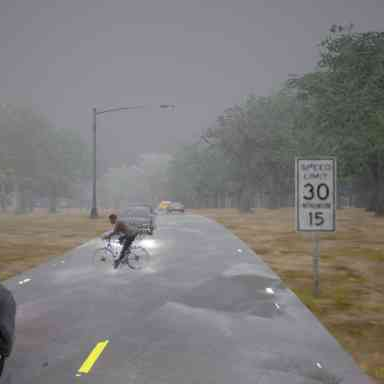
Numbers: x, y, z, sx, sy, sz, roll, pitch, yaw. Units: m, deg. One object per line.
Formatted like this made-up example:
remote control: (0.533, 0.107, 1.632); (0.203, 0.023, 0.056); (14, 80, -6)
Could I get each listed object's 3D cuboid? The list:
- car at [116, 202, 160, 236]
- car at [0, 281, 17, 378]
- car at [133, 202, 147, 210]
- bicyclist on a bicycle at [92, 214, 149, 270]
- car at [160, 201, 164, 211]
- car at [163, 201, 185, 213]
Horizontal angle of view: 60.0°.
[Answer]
car: (-3.006, 1.504, 18.664); (1.837, 1.490, 4.892); (0, 1, -3)
car: (-3.152, 1.504, 2.184); (1.837, 1.490, 4.892); (0, 0, 2)
car: (-9.234, 2.527, 58.712); (1.994, 1.385, 4.181); (2, -3, -15)
bicyclist on a bicycle: (-2.078, 1.455, 9.541); (1.656, 1.620, 0.582); (-2, 0, 1)
car: (-4.025, 2.113, 51.033); (1.882, 1.535, 5.008); (0, -2, -12)
car: (-2.107, 1.892, 41.282); (1.994, 1.385, 4.181); (0, -2, -10)
